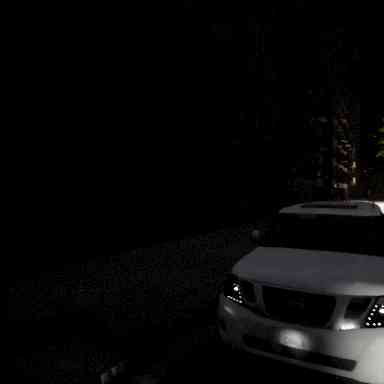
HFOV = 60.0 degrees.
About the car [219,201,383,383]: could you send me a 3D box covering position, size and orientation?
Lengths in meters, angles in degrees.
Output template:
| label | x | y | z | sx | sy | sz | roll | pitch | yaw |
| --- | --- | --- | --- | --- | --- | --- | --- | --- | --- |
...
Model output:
| label | x | y | z | sx | sy | sz | roll | pitch | yaw |
| --- | --- | --- | --- | --- | --- | --- | --- | --- | --- |
| car | 2.454 | 1.220 | 5.925 | 2.150 | 2.045 | 5.566 | 0 | 0 | 30 |
